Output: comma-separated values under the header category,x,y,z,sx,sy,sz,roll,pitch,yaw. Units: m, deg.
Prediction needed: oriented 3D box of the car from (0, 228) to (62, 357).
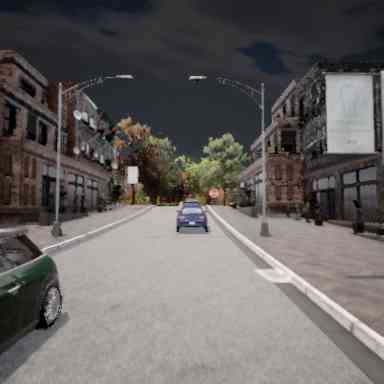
category,x,y,z,sx,sy,sz,roll,pitch,yaw
car,-3.393,1.360,3.954,2.097,1.767,4.553,0,0,2

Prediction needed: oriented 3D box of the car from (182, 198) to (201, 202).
category,x,y,z,sx,sy,sz,roll,pitch,yaw
car,-0.079,1.403,37.460,2.128,1.511,4.902,0,1,0

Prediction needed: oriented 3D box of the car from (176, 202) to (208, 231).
category,x,y,z,sx,sy,sz,roll,pitch,yaw
car,-0.002,1.552,20.522,1.812,1.442,4.674,0,0,0
